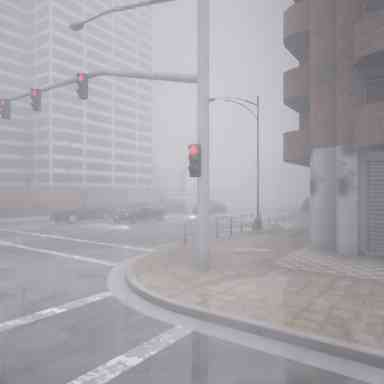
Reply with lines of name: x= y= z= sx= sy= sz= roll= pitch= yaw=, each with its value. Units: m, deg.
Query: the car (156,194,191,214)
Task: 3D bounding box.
car: x=-2.566 y=1.352 z=33.243 sx=2.097 sy=1.767 sz=4.553 roll=0 pitch=0 yaw=35

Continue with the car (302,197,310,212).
car: x=14.413 y=1.352 z=38.755 sx=2.097 sy=1.767 sz=4.553 roll=0 pitch=0 yaw=35

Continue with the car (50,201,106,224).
car: x=-8.223 y=1.478 z=25.253 sx=1.882 sy=1.535 sz=5.008 roll=0 pitch=0 yaw=35

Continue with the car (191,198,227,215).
car: x=1.770 y=1.564 z=33.298 sx=1.994 sy=1.385 sz=4.181 roll=0 pitch=0 yaw=36

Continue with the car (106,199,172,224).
car: x=-3.922 y=1.526 z=25.242 sx=1.812 sy=1.442 sz=4.674 roll=0 pitch=0 yaw=35
